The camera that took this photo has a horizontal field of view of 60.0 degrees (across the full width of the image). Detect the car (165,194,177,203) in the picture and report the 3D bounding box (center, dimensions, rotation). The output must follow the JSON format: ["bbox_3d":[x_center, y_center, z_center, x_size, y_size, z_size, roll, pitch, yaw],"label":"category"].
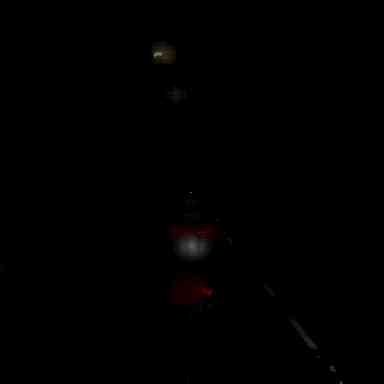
[{"bbox_3d":[-3.569,1.039,58.183,1.882,1.535,5.008,0,1,0],"label":"car"}]

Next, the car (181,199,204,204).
[{"bbox_3d":[0.047,1.324,29.229,1.882,1.535,5.008,0,1,0],"label":"car"}]

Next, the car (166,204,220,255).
[{"bbox_3d":[0.042,1.466,13.057,1.837,1.490,4.892,0,1,0],"label":"car"}]
